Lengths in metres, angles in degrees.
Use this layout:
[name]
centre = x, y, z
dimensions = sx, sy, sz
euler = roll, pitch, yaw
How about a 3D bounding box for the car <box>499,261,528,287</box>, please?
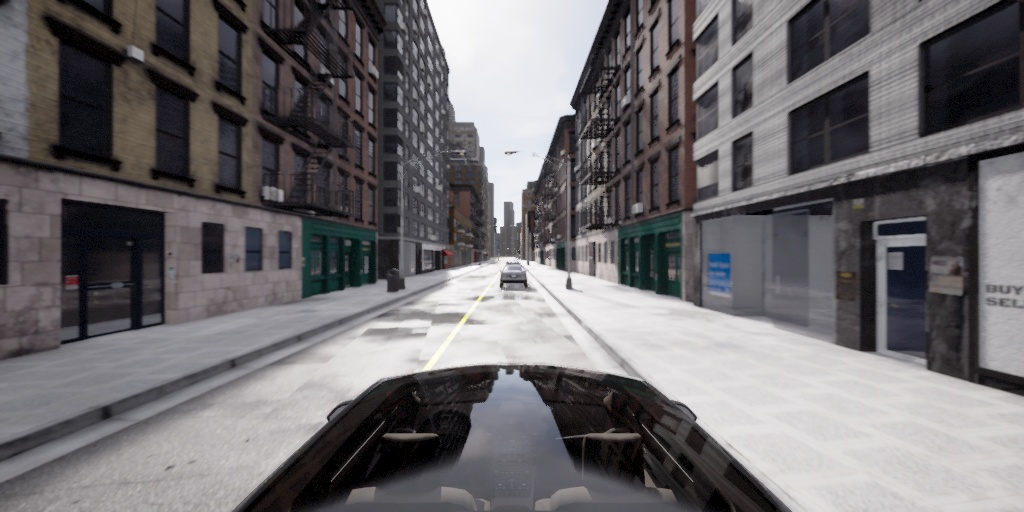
[car]
centre = 0.107, 1.289, 24.642
dimensions = 2.033, 1.411, 5.357
euler = 0, 0, 0
